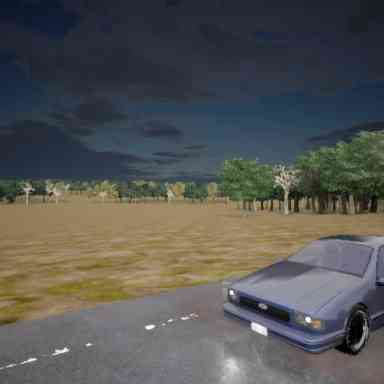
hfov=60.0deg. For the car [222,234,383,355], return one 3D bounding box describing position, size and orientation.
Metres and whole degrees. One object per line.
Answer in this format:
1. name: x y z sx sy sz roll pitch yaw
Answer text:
1. car: 3.096 1.550 6.275 5.357 1.411 2.033 0 0 -36
